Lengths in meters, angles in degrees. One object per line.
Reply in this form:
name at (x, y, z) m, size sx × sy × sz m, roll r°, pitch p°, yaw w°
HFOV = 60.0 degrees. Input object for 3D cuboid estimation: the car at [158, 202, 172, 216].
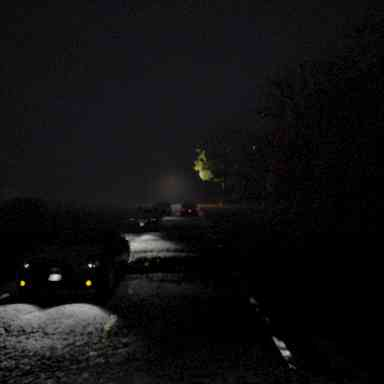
car at (-3.259, 1.851, 37.347) m, size 1.882 × 1.535 × 5.008 m, roll 0°, pitch 0°, yaw -1°

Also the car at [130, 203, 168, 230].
car at (-3.074, 1.723, 22.789) m, size 2.128 × 1.511 × 4.902 m, roll 0°, pitch 0°, yaw 0°

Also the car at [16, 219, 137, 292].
car at (-2.932, 1.661, 9.110) m, size 1.994 × 1.385 × 4.181 m, roll 0°, pitch -1°, yaw 0°

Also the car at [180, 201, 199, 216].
car at (-0.287, 1.927, 36.549) m, size 1.994 × 1.385 × 4.181 m, roll 0°, pitch -1°, yaw -2°

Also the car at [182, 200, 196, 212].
car at (-0.406, 1.932, 46.182) m, size 1.882 × 1.535 × 5.008 m, roll 0°, pitch 0°, yaw -1°
